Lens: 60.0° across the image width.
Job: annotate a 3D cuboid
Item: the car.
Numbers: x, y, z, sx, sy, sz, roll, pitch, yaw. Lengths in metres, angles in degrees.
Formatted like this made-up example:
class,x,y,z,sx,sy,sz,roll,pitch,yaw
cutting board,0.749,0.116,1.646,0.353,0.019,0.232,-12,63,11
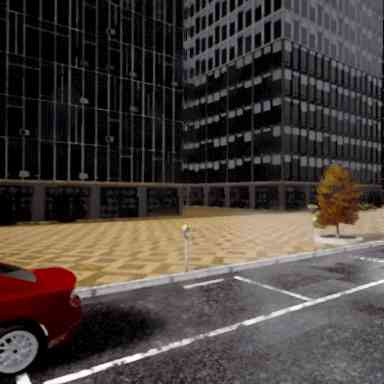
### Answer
class,x,y,z,sx,sy,sz,roll,pitch,yaw
car,-3.663,1.539,3.947,4.507,1.381,1.887,1,0,-36
